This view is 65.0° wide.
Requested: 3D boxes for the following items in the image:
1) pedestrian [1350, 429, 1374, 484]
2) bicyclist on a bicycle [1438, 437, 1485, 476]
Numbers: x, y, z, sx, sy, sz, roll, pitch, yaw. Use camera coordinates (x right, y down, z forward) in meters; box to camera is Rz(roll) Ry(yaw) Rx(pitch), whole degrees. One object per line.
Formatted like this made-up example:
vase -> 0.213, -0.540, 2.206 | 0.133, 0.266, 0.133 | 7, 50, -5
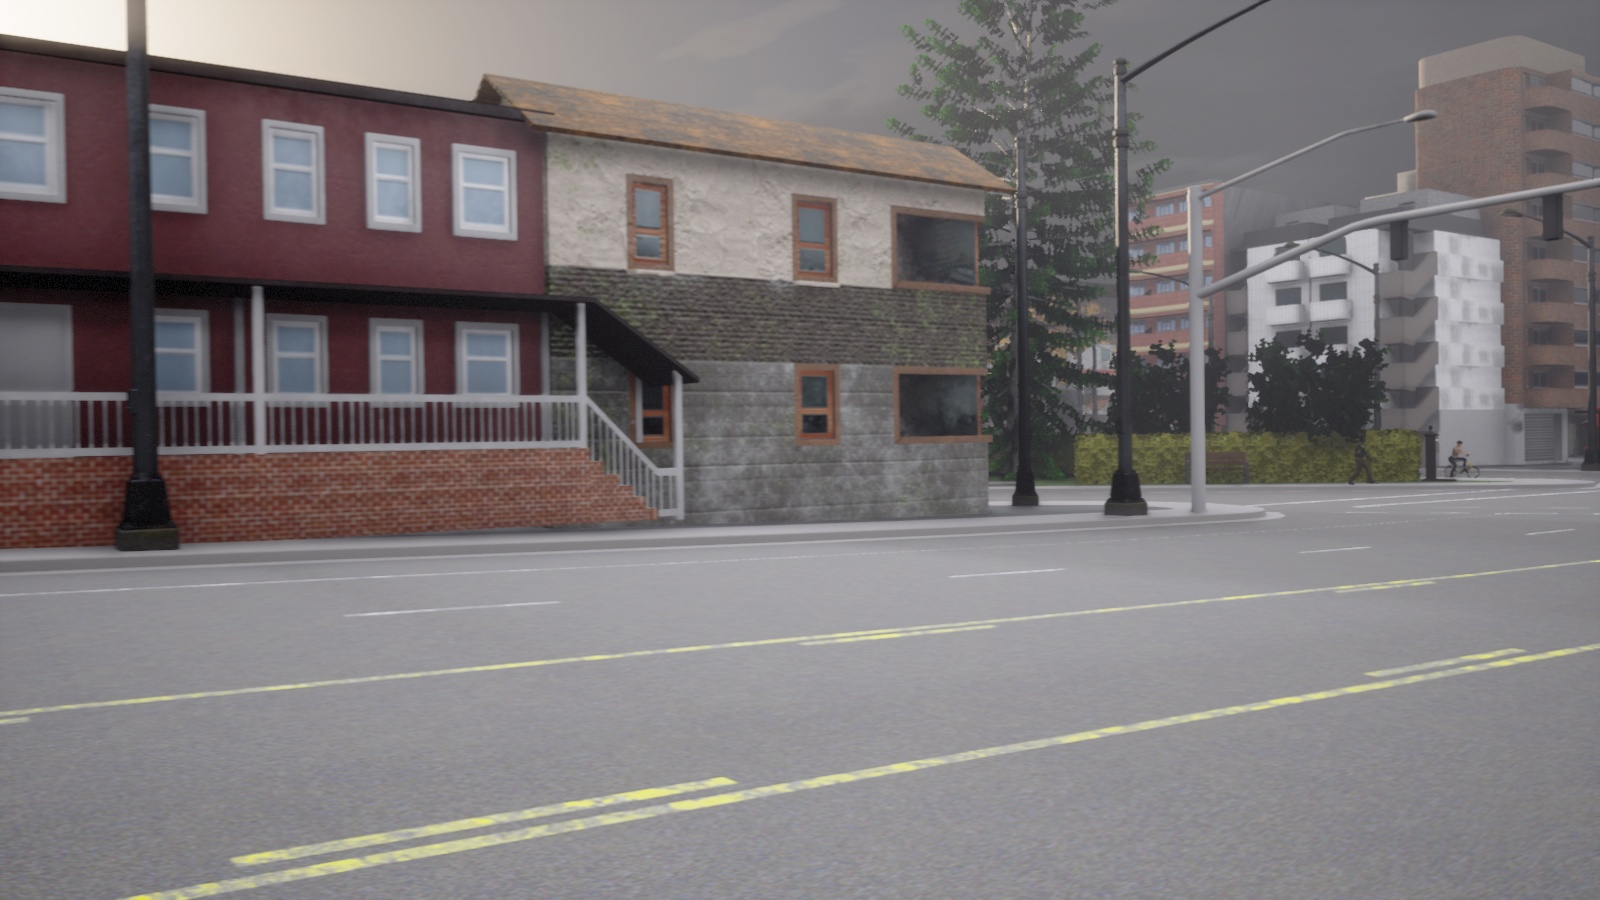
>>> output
pedestrian -> 19.947, 0.230, 44.555 | 0.692, 1.930, 0.395 | -1, 1, 13
bicyclist on a bicycle -> 27.838, 0.276, 52.872 | 0.866, 1.612, 1.509 | -2, 1, -34
